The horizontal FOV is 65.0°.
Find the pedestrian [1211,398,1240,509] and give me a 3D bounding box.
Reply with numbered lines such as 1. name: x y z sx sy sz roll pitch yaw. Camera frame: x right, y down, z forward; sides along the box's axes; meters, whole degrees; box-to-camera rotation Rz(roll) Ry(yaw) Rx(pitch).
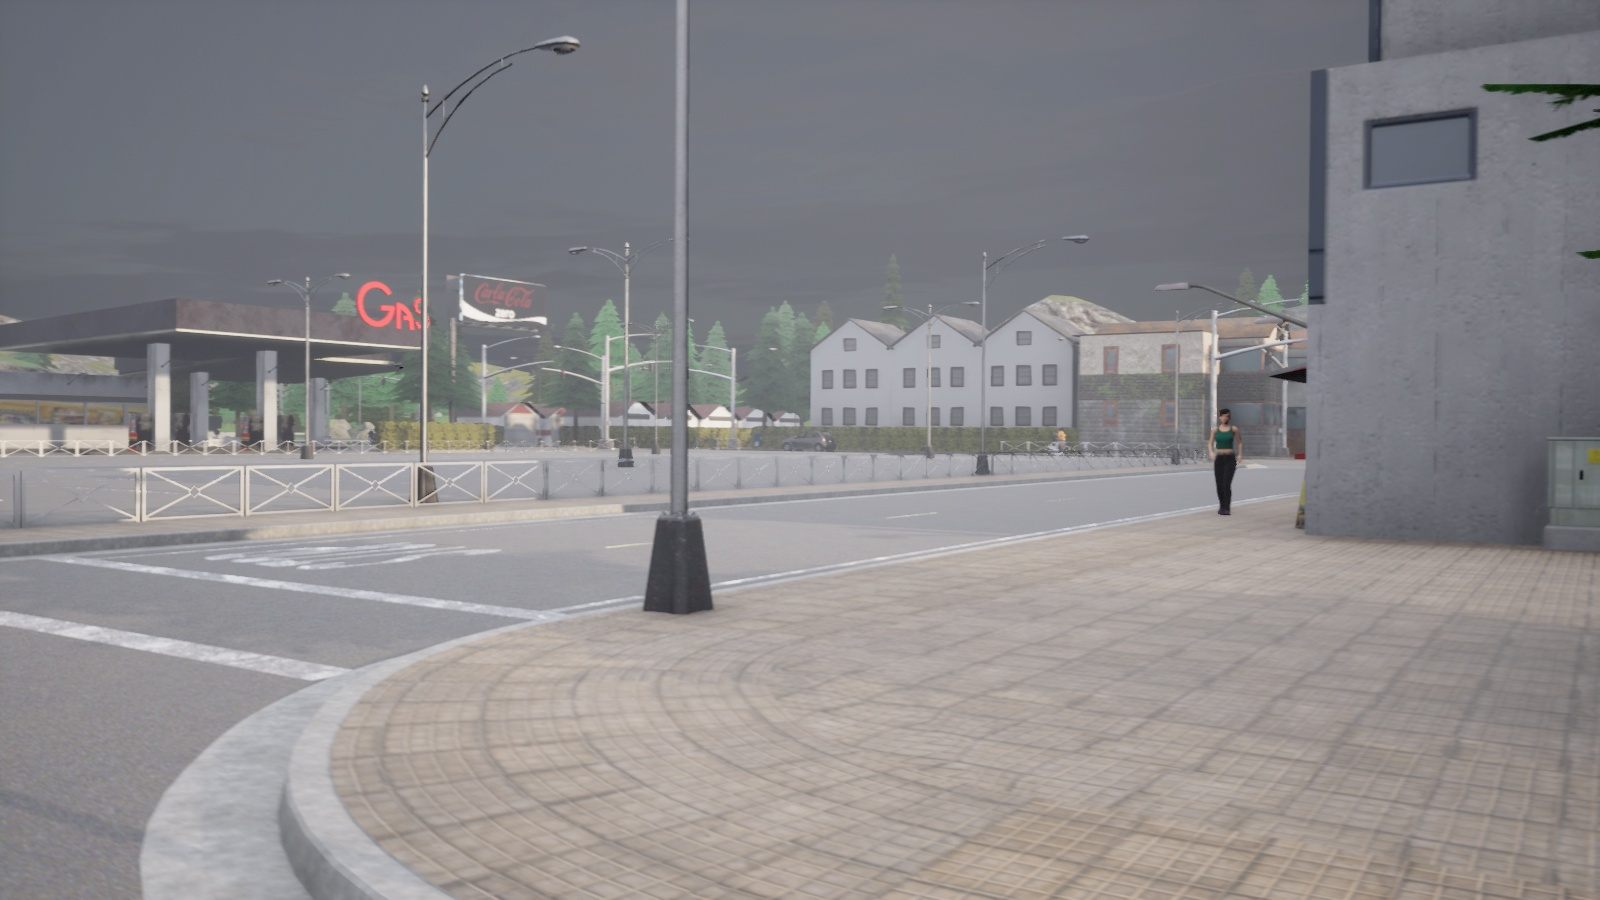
1. pedestrian: 7.146 0.051 21.100 0.345 1.836 0.594 0 1 30

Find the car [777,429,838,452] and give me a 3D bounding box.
1. car: 0.526 -0.665 90.845 3.988 1.617 1.851 0 1 33
